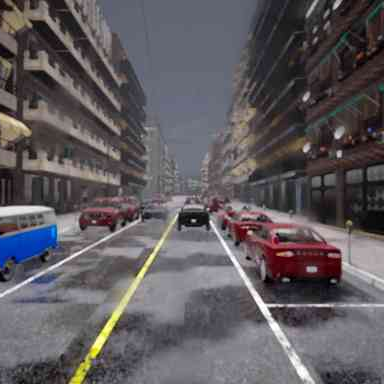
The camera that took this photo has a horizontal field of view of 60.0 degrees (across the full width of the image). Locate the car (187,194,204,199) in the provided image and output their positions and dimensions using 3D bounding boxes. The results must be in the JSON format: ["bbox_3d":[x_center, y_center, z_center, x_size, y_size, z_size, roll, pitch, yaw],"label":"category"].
[{"bbox_3d":[0.101,1.325,39.314,2.097,1.767,4.553,0,0,0],"label":"car"}]

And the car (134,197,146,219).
[{"bbox_3d":[-5.290,1.290,26.044,2.192,1.841,5.009,1,0,0],"label":"car"}]

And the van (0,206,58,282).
[{"bbox_3d":[-5.291,1.328,9.454,1.690,1.788,3.998,1,0,0],"label":"van"}]

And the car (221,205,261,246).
[{"bbox_3d":[2.585,1.525,14.922,1.887,1.381,4.507,1,0,0],"label":"car"}]

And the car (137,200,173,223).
[{"bbox_3d":[-2.749,1.575,25.682,1.895,1.301,4.718,0,0,0],"label":"car"}]

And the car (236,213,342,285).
[{"bbox_3d":[2.585,1.531,9.392,1.887,1.381,4.507,1,0,0],"label":"car"}]

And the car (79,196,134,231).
[{"bbox_3d":[-5.290,1.293,20.514,2.192,1.841,5.009,1,0,0],"label":"car"}]

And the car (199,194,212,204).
[{"bbox_3d":[2.554,1.317,64.705,2.192,1.841,5.009,1,0,0],"label":"car"}]

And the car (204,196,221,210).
[{"bbox_3d":[2.552,1.414,42.579,1.967,1.590,4.097,1,0,0],"label":"car"}]

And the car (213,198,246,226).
[{"bbox_3d":[2.595,1.417,20.454,1.967,1.590,4.097,1,0,0],"label":"car"}]

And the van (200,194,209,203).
[{"bbox_3d":[2.553,1.355,70.236,1.690,1.788,3.998,1,0,0],"label":"van"}]

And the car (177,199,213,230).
[{"bbox_3d":[0.098,1.454,20.963,1.882,1.535,5.008,0,0,0],"label":"car"}]

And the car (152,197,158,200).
[{"bbox_3d":[-5.296,1.538,37.107,1.947,1.339,4.313,1,0,0],"label":"car"}]

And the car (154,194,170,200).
[{"bbox_3d":[-5.291,1.300,53.697,2.192,1.841,5.009,1,0,0],"label":"car"}]

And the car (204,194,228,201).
[{"bbox_3d":[2.556,1.287,31.516,2.192,1.841,5.009,1,0,0],"label":"car"}]

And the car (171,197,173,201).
[{"bbox_3d":[-5.298,1.610,75.822,1.802,1.307,4.206,1,0,0],"label":"car"}]

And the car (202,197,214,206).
[{"bbox_3d":[2.549,1.566,53.642,1.802,1.307,4.206,1,0,0],"label":"car"}]
